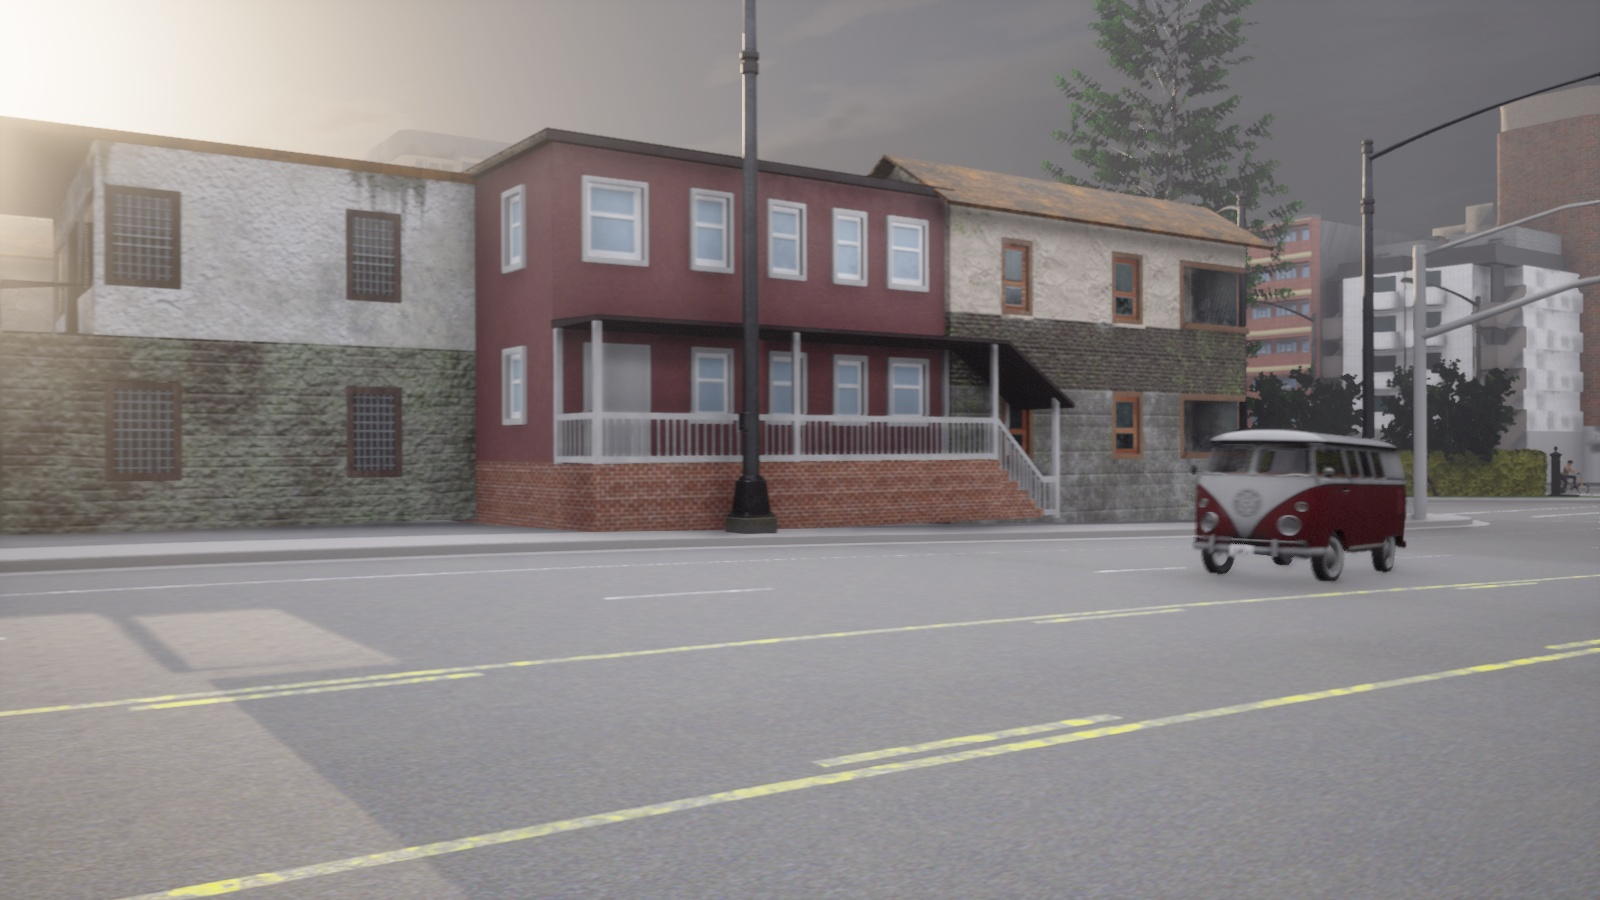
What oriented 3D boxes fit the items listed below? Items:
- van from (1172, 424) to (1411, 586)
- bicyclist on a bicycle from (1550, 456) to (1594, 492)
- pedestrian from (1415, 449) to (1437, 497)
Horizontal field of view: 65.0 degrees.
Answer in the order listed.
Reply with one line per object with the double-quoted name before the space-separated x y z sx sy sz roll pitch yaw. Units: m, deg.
"van" 7.033 0.719 17.679 1.775 1.987 4.442 1 -1 40
"bicyclist on a bicycle" 35.966 1.108 58.526 0.866 1.612 1.509 -1 0 -34
"pedestrian" 25.346 0.921 50.855 0.692 1.930 0.395 0 0 13
